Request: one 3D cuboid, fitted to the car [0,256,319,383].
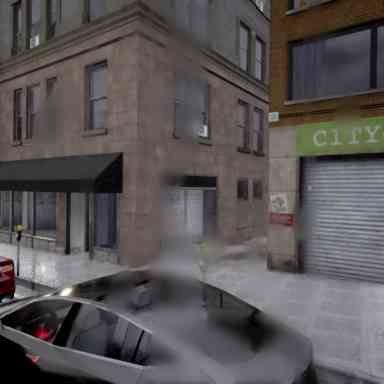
[{"bbox_3d":[-0.893,1.565,3.589,4.313,1.339,1.947,0,1,35],"label":"car"}]
